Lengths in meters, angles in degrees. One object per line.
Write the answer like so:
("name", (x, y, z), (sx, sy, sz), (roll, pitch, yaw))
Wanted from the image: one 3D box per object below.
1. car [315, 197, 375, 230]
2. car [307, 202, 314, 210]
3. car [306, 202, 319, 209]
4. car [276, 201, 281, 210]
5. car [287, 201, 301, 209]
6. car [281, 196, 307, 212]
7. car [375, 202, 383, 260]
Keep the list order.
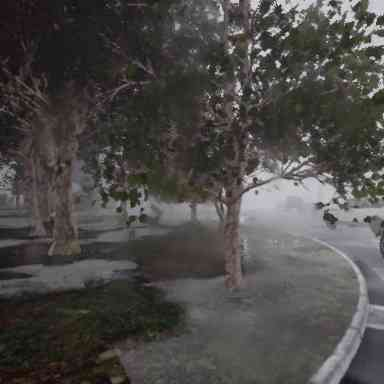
("car", (10.444, 1.303, 19.967), (2.150, 2.045, 5.566), (0, 0, -24))
("car", (18.784, 2.365, 56.238), (2.033, 1.411, 5.357), (0, -2, 27))
("car", (24.481, 2.809, 67.631), (1.994, 1.385, 4.181), (0, -2, 27))
("car", (15.994, 2.299, 57.863), (1.882, 1.535, 5.008), (0, -2, 27))
("car", (20.644, 2.658, 67.225), (1.882, 1.535, 5.008), (0, -2, 27))
("car", (14.348, 1.667, 46.496), (2.150, 2.045, 5.566), (0, -2, 23))
("car", (6.808, 1.267, 9.010), (2.150, 2.045, 5.566), (0, 0, 19))
